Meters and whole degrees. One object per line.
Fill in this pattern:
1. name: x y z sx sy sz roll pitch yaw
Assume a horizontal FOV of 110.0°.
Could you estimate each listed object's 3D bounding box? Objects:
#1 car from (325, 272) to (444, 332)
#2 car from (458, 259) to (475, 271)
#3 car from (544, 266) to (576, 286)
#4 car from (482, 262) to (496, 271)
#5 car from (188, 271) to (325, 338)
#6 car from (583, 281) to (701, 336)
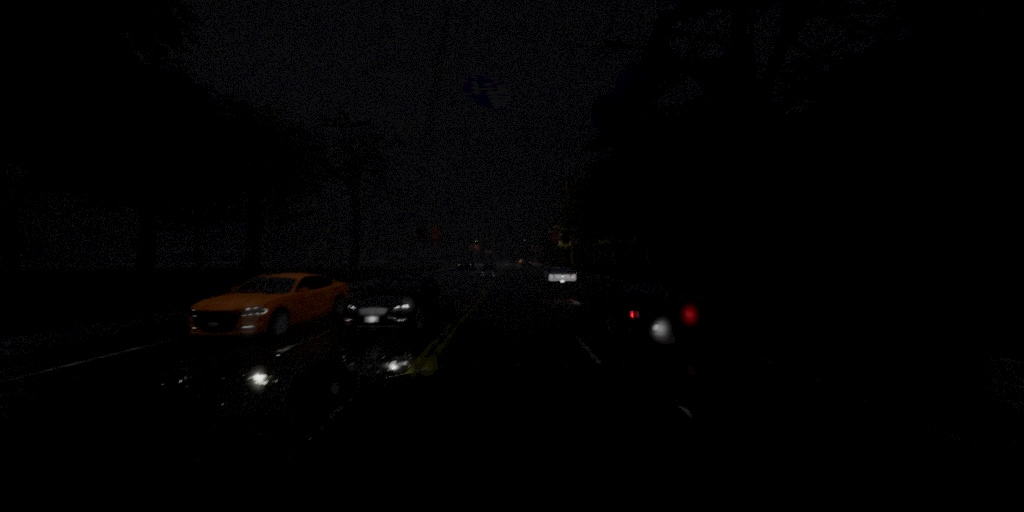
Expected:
1. car: -3.348 1.252 11.011 2.128 1.511 4.902 0 0 0
2. car: -6.553 1.262 52.012 2.097 1.767 4.553 0 0 0
3. car: 3.358 1.401 26.030 1.895 1.301 4.718 0 0 0
4. car: -3.302 1.512 52.494 1.895 1.301 4.718 0 0 0
5. car: -6.598 1.237 10.431 1.882 1.535 5.008 0 0 0
6. car: 3.353 1.359 10.360 1.895 1.301 4.718 0 0 0
